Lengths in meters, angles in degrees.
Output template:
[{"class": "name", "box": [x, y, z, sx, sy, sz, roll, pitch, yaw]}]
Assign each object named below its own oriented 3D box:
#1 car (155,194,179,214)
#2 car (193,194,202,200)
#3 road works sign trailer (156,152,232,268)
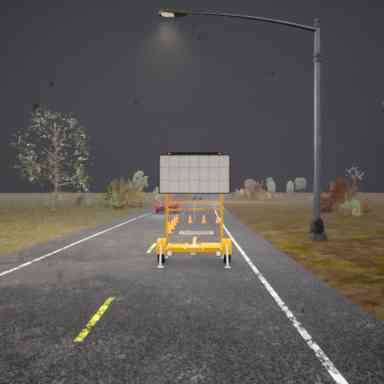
[{"class": "car", "box": [-2.621, 1.217, 36.289, 2.150, 2.045, 5.566, 0, 0, 3]}, {"class": "car", "box": [1.554, 1.195, 91.013, 2.150, 2.045, 5.566, 0, 0, 6]}, {"class": "road works sign trailer", "box": [0.085, 0.464, 11.258, 2.380, 3.560, 2.880, 0, 0, 1]}]
